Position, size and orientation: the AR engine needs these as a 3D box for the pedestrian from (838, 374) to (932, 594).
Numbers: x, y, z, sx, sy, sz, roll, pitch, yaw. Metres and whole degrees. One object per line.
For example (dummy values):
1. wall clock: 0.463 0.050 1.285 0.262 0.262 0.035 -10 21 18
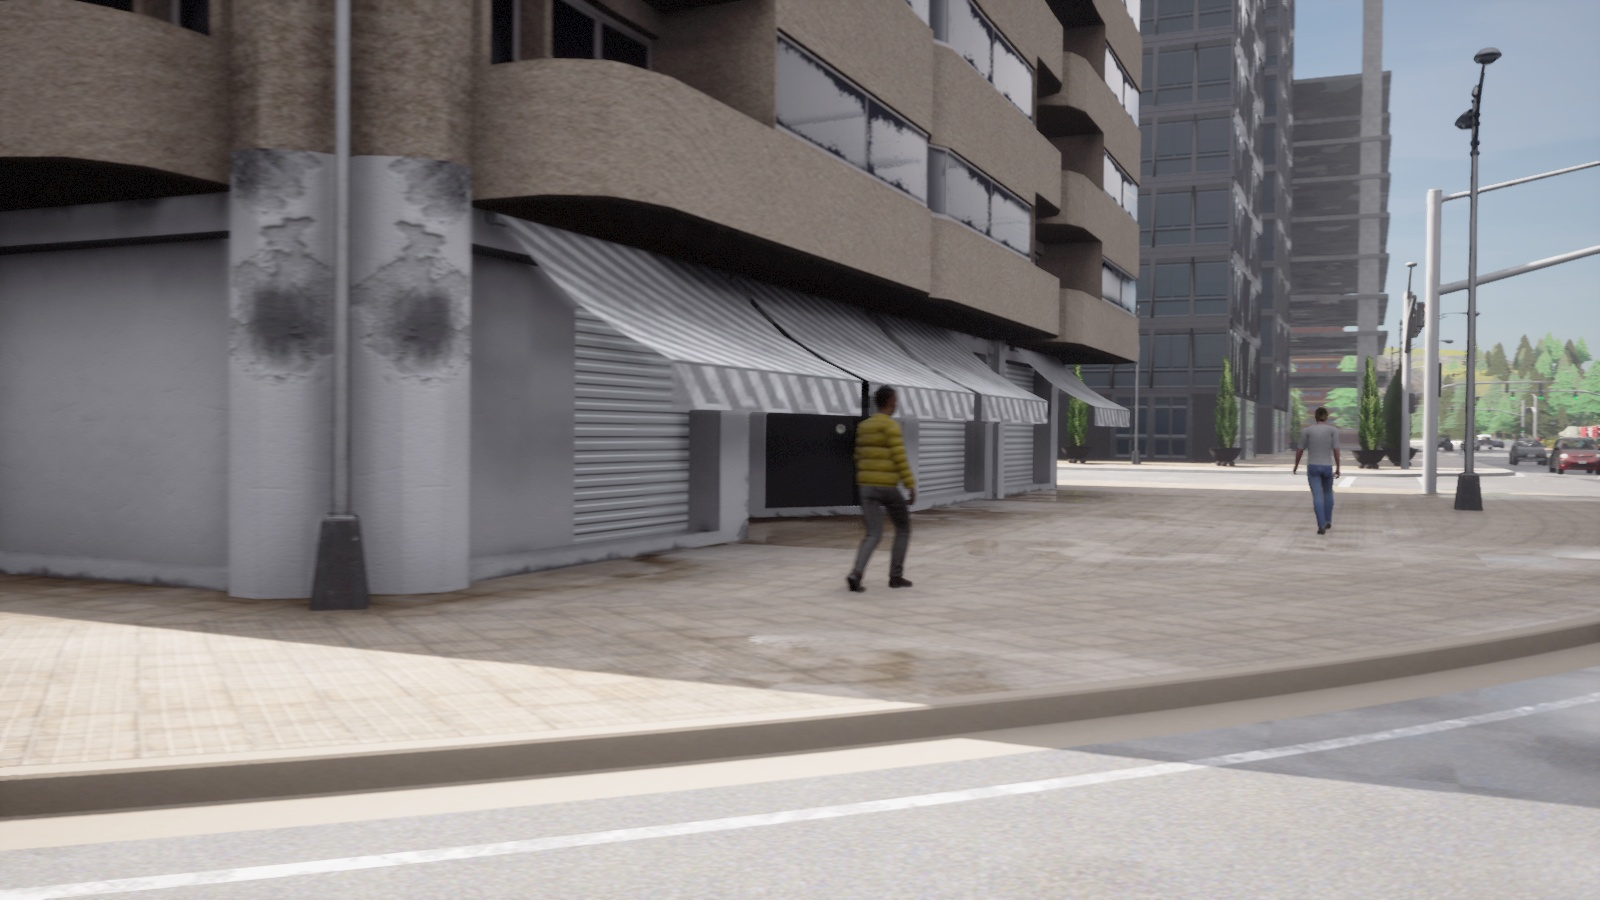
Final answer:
1. pedestrian: 0.741 0.279 10.882 0.709 1.840 0.431 -1 1 -44

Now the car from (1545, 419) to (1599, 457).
1. car: 34.401 -0.531 55.789 1.851 1.617 3.988 0 1 25

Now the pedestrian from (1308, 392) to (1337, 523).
1. pedestrian: 7.531 0.101 18.096 0.354 1.836 0.706 0 1 25

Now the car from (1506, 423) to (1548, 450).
1. car: 42.230 -0.798 72.993 1.789 1.549 3.705 0 1 24
